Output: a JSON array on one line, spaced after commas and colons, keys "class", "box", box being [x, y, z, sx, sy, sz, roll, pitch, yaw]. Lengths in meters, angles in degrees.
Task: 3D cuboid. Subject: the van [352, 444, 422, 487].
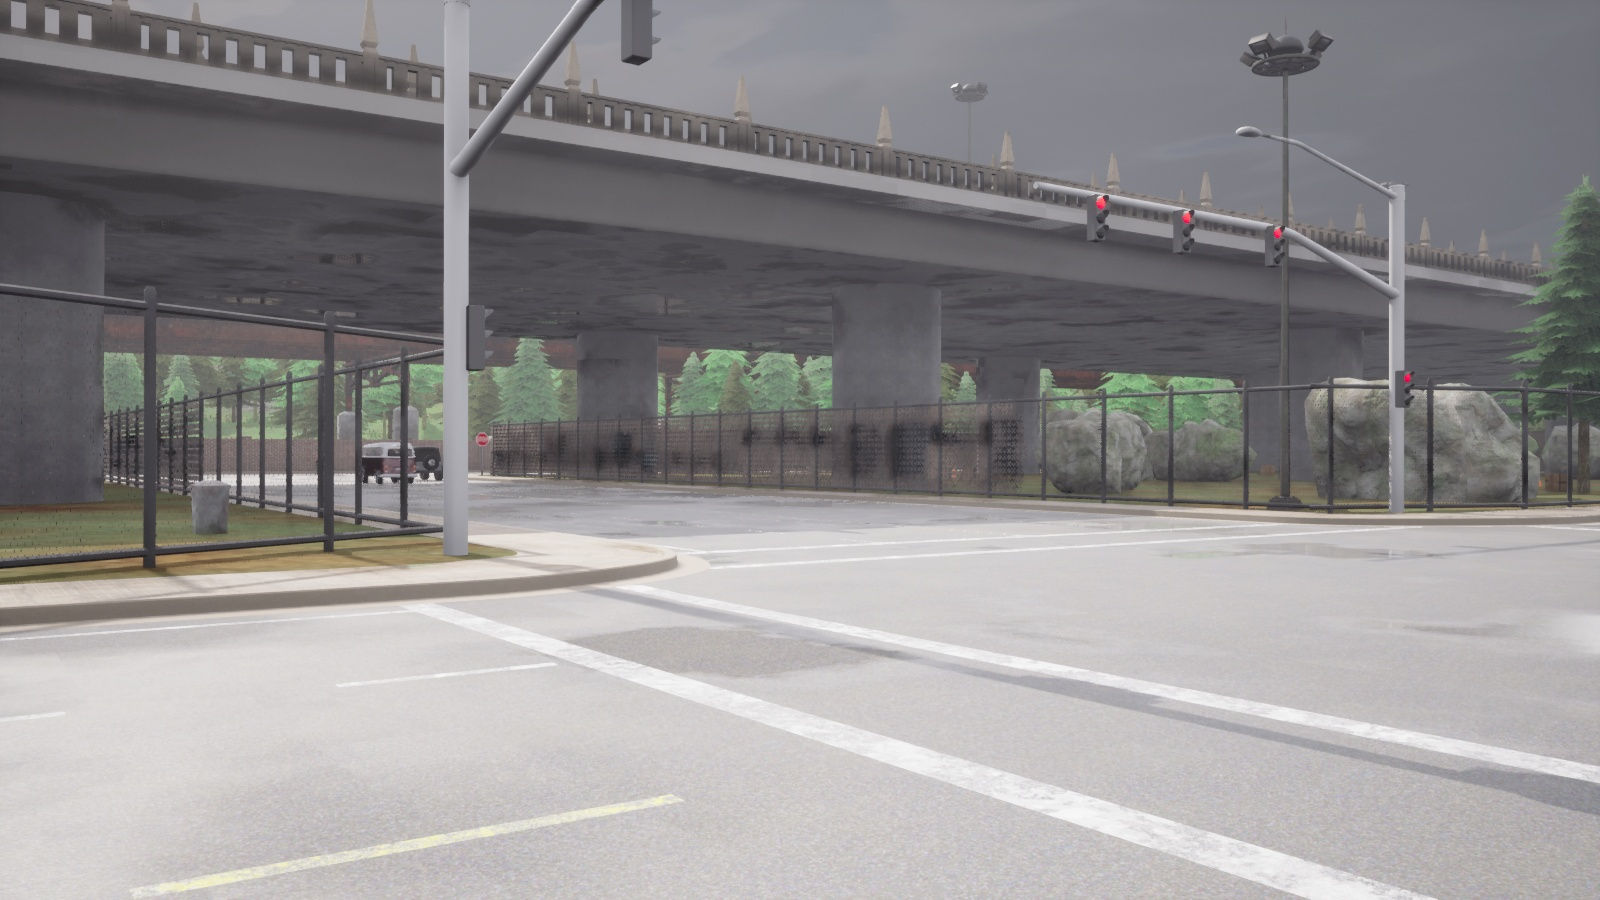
[{"class": "van", "box": [-20.401, 0.722, 61.943, 2.069, 2.038, 4.480, 0, 0, -35]}]

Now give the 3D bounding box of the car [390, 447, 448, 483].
[{"class": "car", "box": [-20.874, 0.809, 68.727, 1.905, 1.878, 3.866, 0, 0, -35]}]
